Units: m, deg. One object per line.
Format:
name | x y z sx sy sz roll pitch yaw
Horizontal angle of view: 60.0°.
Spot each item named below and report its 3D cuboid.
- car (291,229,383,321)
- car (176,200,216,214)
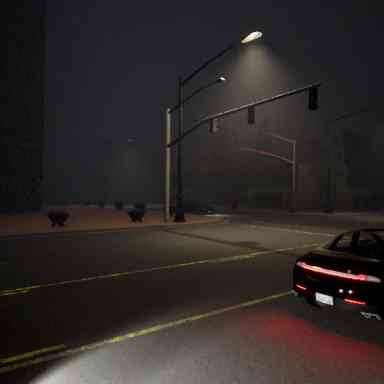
car | 4.098 1.503 6.727 4.902 1.511 2.128 0 0 -35
car | 0.265 1.624 36.056 2.033 1.411 5.357 1 -1 -35
